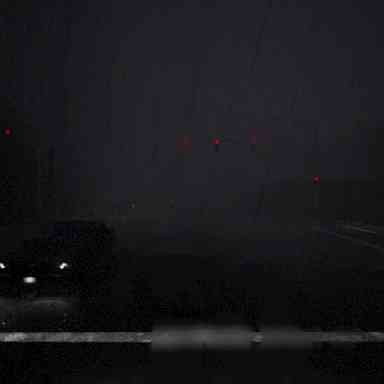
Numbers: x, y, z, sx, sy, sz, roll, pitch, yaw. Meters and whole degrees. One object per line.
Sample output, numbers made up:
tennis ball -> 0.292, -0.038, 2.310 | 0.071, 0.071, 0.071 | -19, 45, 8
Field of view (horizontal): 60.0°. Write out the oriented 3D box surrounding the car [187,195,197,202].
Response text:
car -> -0.012, 1.413, 73.795 | 1.994, 1.385, 4.181 | 0, 0, 0

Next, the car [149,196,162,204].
car -> -7.053, 1.506, 64.475 | 1.837, 1.490, 4.892 | 0, 0, 0

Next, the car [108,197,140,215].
car -> -7.106, 1.547, 34.179 | 2.033, 1.411, 5.357 | 0, 0, 0

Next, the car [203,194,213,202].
car -> 3.490, 1.355, 74.375 | 2.097, 1.767, 4.553 | 0, 0, 0

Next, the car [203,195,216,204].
car -> 3.594, 1.547, 64.152 | 2.033, 1.411, 5.357 | 0, 0, 0

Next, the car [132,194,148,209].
car -> -7.108, 1.223, 44.918 | 2.150, 2.045, 5.566 | 0, 0, 0

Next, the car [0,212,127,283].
car -> -3.603, 1.573, 10.051 | 2.033, 1.411, 5.357 | 0, 0, 0

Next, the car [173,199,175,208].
car -> -3.605, 1.355, 48.663 | 2.097, 1.767, 4.553 | 0, 0, 0

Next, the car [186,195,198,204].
car -> -0.011, 1.505, 63.685 | 1.837, 1.490, 4.892 | 0, 0, 0

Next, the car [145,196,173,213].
car -> -3.605, 1.491, 37.615 | 2.128, 1.511, 4.902 | 0, 0, 0
